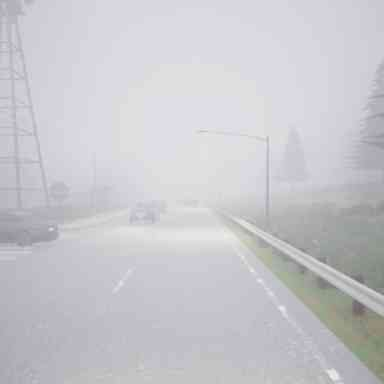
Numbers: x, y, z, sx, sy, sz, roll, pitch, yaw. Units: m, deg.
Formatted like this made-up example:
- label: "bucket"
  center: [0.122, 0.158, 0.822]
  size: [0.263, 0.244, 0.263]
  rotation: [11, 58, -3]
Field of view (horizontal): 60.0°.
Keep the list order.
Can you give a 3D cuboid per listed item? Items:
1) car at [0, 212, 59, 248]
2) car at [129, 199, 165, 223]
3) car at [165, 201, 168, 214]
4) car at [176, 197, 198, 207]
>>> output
- label: "car"
  center: [-8.098, 1.580, 14.608]
  size: [4.181, 1.385, 1.994]
  rotation: [0, 0, 7]
- label: "car"
  center: [-3.614, 1.520, 25.846]
  size: [2.128, 1.511, 4.902]
  rotation: [0, 0, 0]
- label: "car"
  center: [-3.589, 1.544, 35.600]
  size: [1.837, 1.490, 4.892]
  rotation: [0, 0, 0]
- label: "car"
  center: [-0.818, 1.550, 53.068]
  size: [2.128, 1.511, 4.902]
  rotation: [0, 0, -29]
